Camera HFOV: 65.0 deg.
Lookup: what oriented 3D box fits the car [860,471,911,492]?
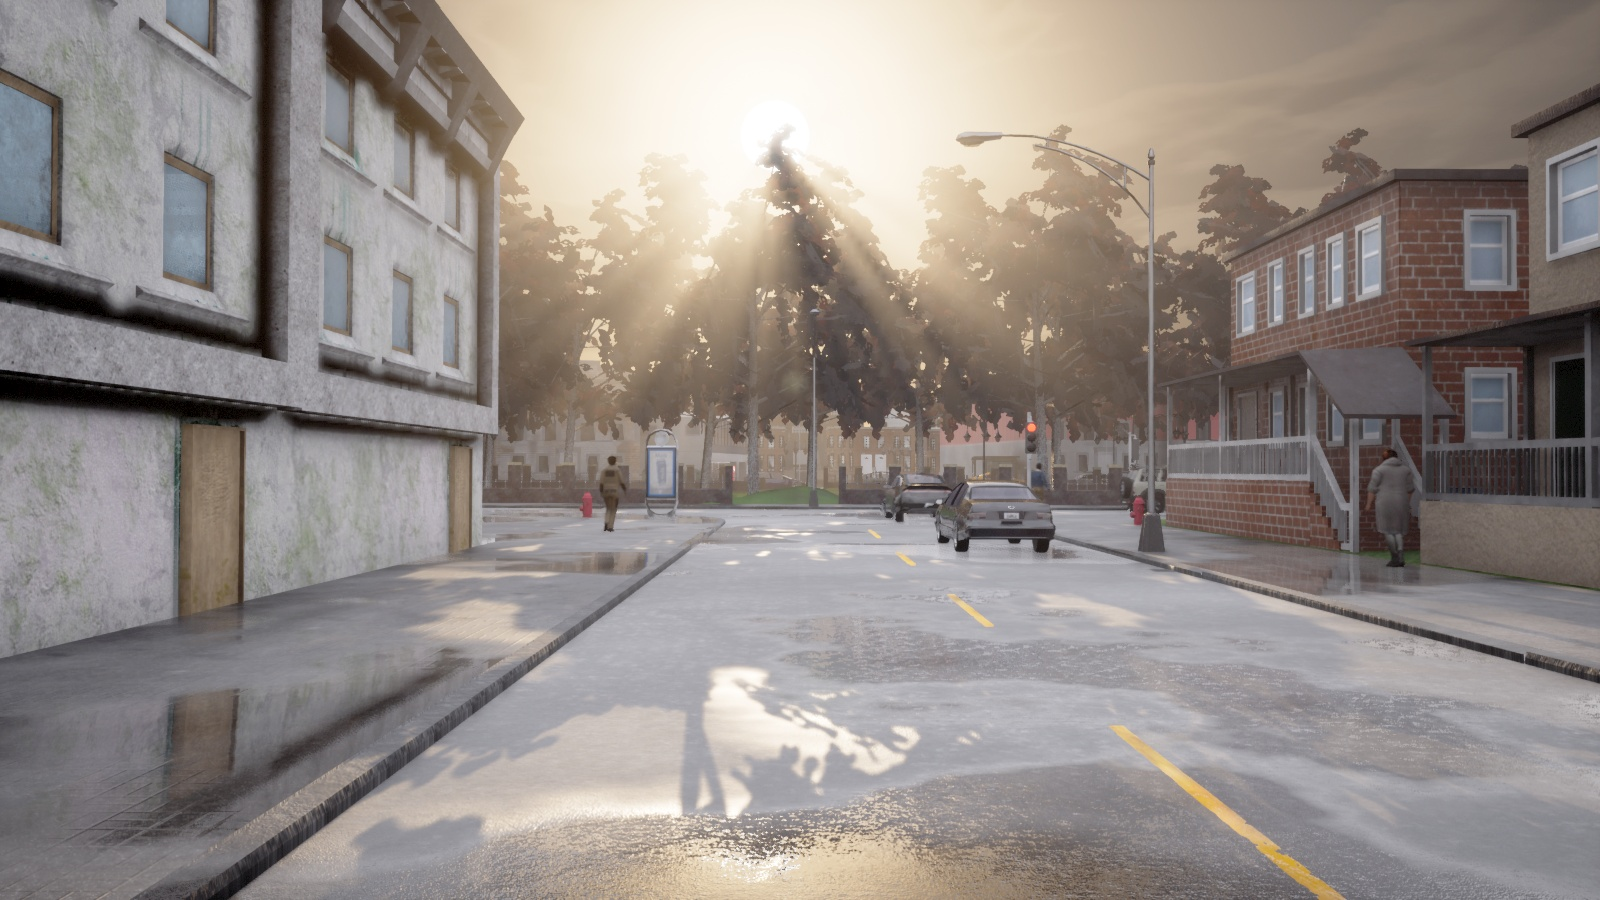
[{"bbox_3d":[6.412,2.351,94.551,3.705,1.549,1.789,0,-1,0],"label":"car"}]

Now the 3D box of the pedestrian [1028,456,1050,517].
[{"bbox_3d":[7.775,1.173,40.851,0.423,1.949,0.788,-1,-1,34],"label":"pedestrian"}]

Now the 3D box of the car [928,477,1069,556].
[{"bbox_3d":[3.925,1.279,25.795,2.033,1.411,5.357,0,-1,0],"label":"car"}]

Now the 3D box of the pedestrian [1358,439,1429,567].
[{"bbox_3d":[9.253,0.816,19.617,0.659,1.952,0.873,0,-1,-1],"label":"pedestrian"}]

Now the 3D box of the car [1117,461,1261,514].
[{"bbox_3d":[13.991,1.335,45.344,4.605,1.855,1.932,0,-1,-1],"label":"car"}]

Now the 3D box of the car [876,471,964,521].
[{"bbox_3d":[3.777,1.434,40.466,2.128,1.511,4.902,0,-1,-3],"label":"car"}]

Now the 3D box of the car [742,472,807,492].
[{"bbox_3d":[-1.912,2.405,94.519,4.792,1.488,2.163,0,-1,0],"label":"car"}]

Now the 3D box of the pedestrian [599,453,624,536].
[{"bbox_3d":[-4.427,1.036,29.504,0.396,1.930,0.692,0,-1,6],"label":"pedestrian"}]
